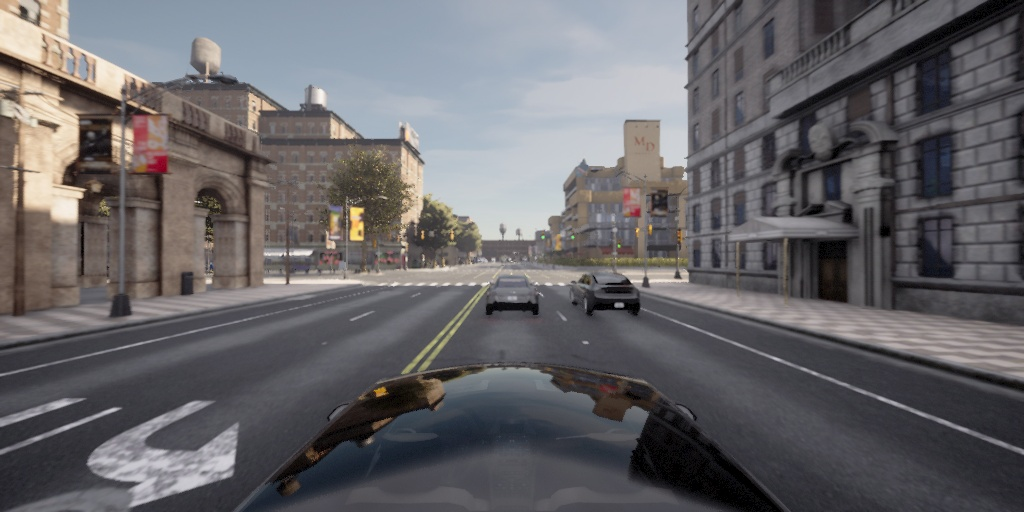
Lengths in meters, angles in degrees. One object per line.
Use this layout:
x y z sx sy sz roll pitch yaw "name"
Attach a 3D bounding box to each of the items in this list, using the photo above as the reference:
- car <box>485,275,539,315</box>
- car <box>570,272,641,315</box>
0.013 1.437 14.336 1.994 1.385 4.181 0 0 0 "car"
3.512 1.377 14.161 1.837 1.490 4.892 0 0 0 "car"
